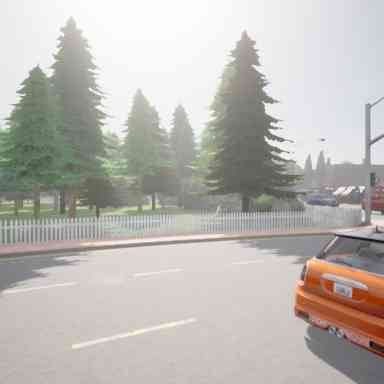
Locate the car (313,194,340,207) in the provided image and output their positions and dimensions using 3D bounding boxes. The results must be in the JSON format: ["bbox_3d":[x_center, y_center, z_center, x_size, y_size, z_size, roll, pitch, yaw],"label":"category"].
[{"bbox_3d":[17.826,1.271,45.328,2.150,2.045,5.566,0,0,-7],"label":"car"}]

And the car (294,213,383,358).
[{"bbox_3d":[3.966,1.352,5.453,4.553,1.767,2.097,0,0,-26],"label":"car"}]

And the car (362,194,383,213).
[{"bbox_3d":[19.419,1.275,33.192,2.150,2.045,5.566,0,0,-7],"label":"car"}]
